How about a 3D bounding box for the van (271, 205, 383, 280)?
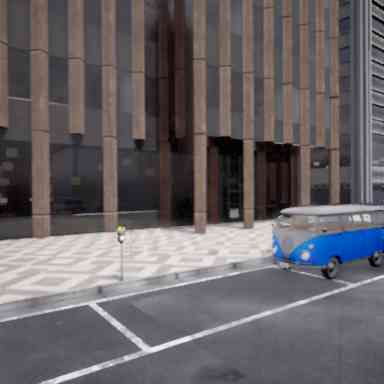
[{"bbox_3d":[4.010,1.290,9.519,3.998,1.788,1.690,0,0,-36],"label":"van"}]
